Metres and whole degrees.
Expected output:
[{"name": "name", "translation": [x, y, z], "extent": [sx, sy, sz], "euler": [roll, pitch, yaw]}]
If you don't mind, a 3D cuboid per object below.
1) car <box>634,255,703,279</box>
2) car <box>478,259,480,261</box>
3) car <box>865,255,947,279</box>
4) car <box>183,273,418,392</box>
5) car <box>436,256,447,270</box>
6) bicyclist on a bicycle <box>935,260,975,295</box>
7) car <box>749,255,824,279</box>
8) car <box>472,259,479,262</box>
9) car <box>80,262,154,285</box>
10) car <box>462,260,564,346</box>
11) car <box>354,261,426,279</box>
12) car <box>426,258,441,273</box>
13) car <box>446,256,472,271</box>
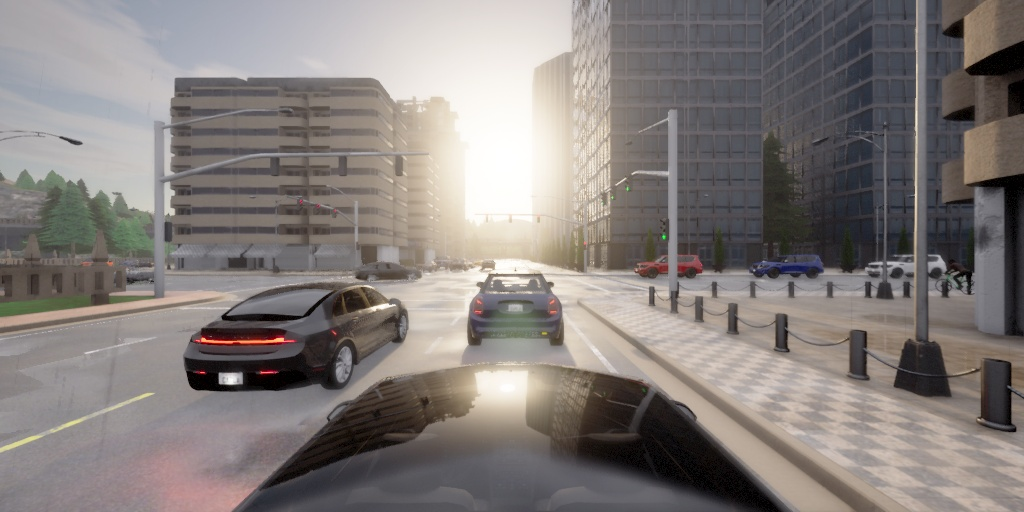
[{"name": "car", "translation": [13.714, 0.917, 31.515], "extent": [5.566, 2.045, 2.150], "euler": [0, 0, 0]}, {"name": "car", "translation": [-3.345, 1.255, 51.891], "extent": [1.837, 1.490, 4.892], "euler": [0, 0, 0]}, {"name": "car", "translation": [34.396, 0.916, 31.372], "extent": [5.566, 2.045, 2.150], "euler": [0, 0, 0]}, {"name": "car", "translation": [-3.425, 1.255, 6.814], "extent": [1.837, 1.490, 4.892], "euler": [0, 0, 0]}, {"name": "car", "translation": [-10.521, 0.971, 54.305], "extent": [2.150, 2.045, 5.566], "euler": [0, 0, 0]}, {"name": "bicyclist on a bicycle", "translation": [21.022, 0.996, 16.981], "extent": [0.582, 1.620, 1.656], "euler": [0, 0, 0]}, {"name": "car", "translation": [24.034, 0.916, 31.442], "extent": [5.566, 2.045, 2.150], "euler": [0, 0, 1]}, {"name": "car", "translation": [-7.006, 1.297, 57.652], "extent": [2.033, 1.411, 5.357], "euler": [0, 0, 0]}, {"name": "car", "translation": [-27.110, 1.295, 24.872], "extent": [4.718, 1.301, 1.895], "euler": [0, 0, 4]}, {"name": "car", "translation": [0.092, 1.102, 9.585], "extent": [2.097, 1.767, 4.553], "euler": [0, 0, 0]}, {"name": "car", "translation": [-9.437, 1.228, 27.414], "extent": [4.892, 1.490, 1.837], "euler": [0, 2, -33]}, {"name": "car", "translation": [-10.578, 1.276, 44.599], "extent": [1.812, 1.442, 4.674], "euler": [0, 0, 1]}, {"name": "car", "translation": [-7.033, 1.102, 48.181], "extent": [2.097, 1.767, 4.553], "euler": [0, 0, 0]}]
